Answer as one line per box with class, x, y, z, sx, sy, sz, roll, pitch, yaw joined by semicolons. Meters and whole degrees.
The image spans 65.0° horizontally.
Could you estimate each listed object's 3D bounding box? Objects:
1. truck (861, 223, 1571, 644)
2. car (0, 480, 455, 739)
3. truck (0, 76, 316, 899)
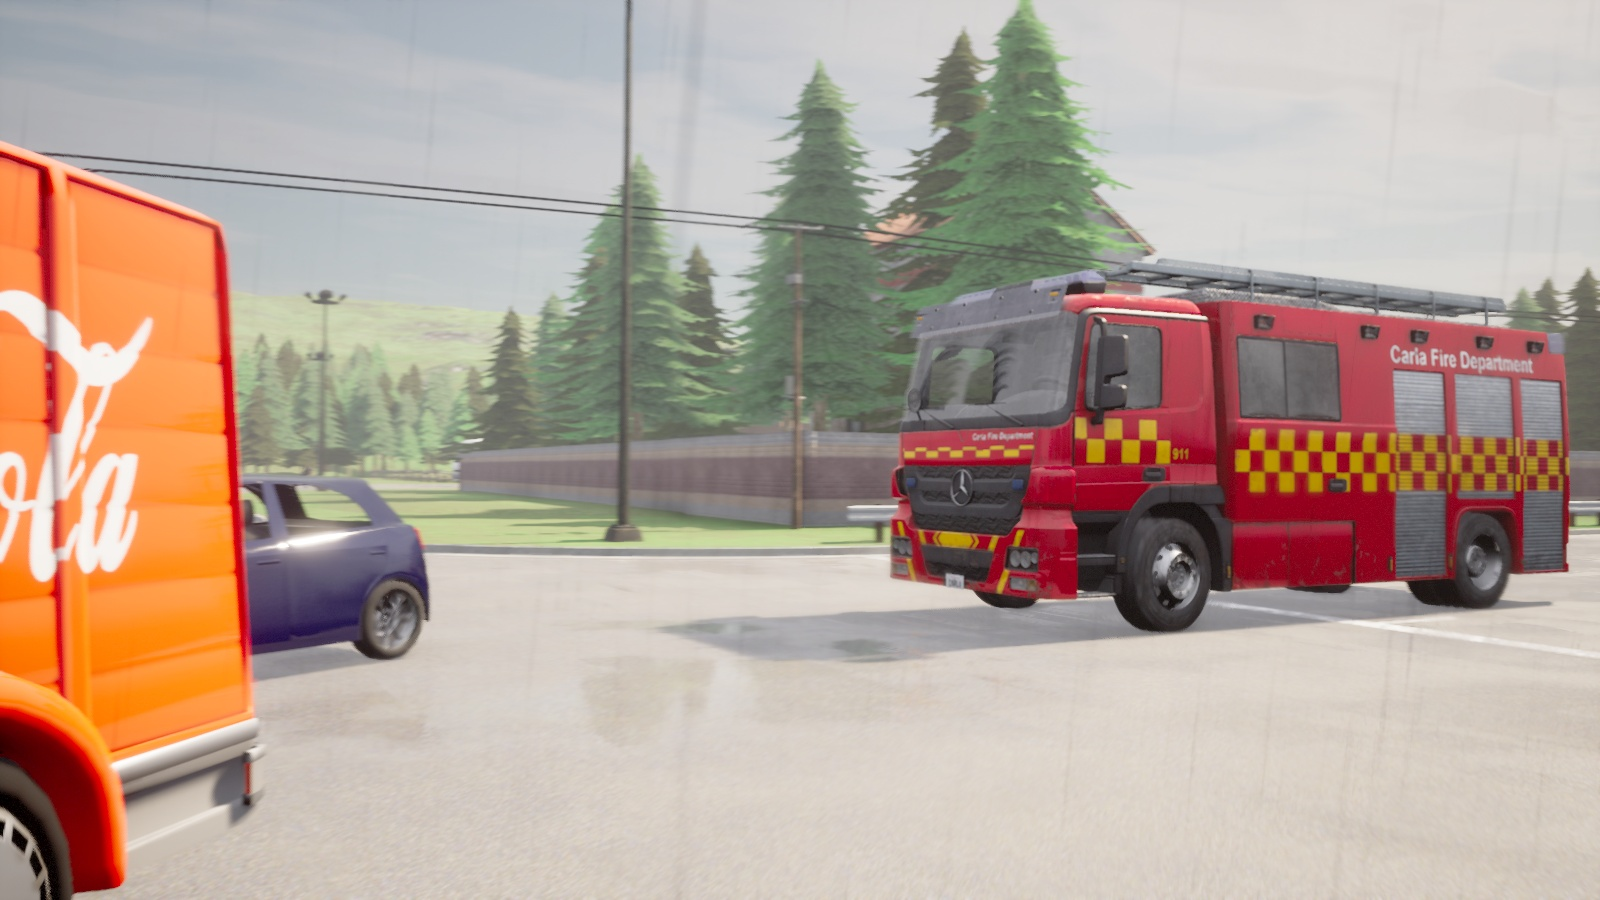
truck;5.085;-0.095;14.721;8.468;3.827;2.891;1;-1;-29
car;-4.607;0.991;9.447;1.845;1.501;3.633;-1;-1;30
truck;-3.298;0.364;1.814;2.627;2.467;5.204;-1;-1;8
